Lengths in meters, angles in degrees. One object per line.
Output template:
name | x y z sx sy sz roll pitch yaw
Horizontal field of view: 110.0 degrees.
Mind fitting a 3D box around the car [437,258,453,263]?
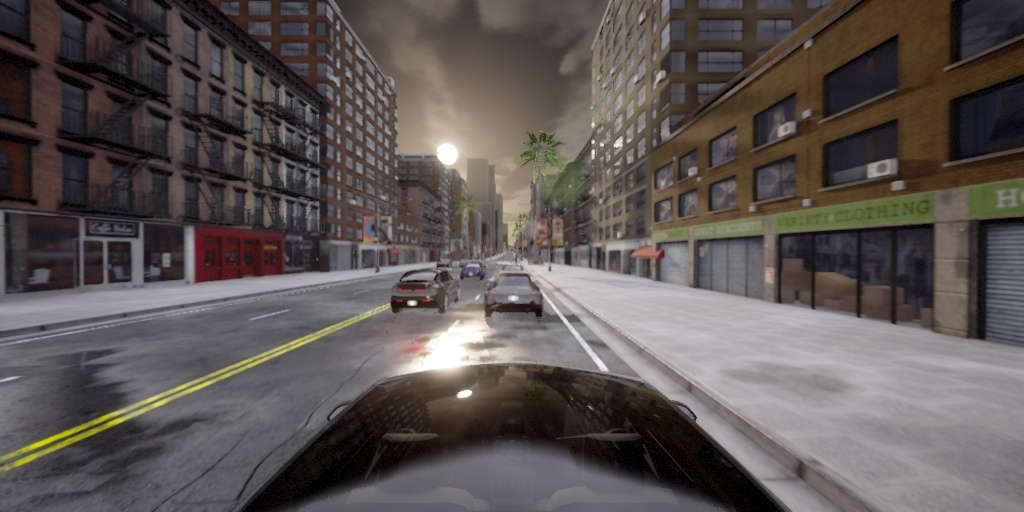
car | -9.836 1.095 52.768 1.837 1.490 4.892 0 0 0

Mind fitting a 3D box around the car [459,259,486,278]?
car | -3.183 1.192 30.110 1.812 1.442 4.674 0 0 0

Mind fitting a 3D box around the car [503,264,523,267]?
car | 0.052 1.277 27.489 1.895 1.301 4.718 0 0 0

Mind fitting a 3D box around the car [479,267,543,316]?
car | 0.063 1.285 13.161 1.994 1.385 4.181 0 0 0

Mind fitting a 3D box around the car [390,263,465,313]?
car | -3.182 1.227 13.905 1.837 1.490 4.892 0 1 0

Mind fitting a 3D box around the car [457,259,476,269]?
car | -6.590 1.137 52.397 2.033 1.411 5.357 0 0 0
